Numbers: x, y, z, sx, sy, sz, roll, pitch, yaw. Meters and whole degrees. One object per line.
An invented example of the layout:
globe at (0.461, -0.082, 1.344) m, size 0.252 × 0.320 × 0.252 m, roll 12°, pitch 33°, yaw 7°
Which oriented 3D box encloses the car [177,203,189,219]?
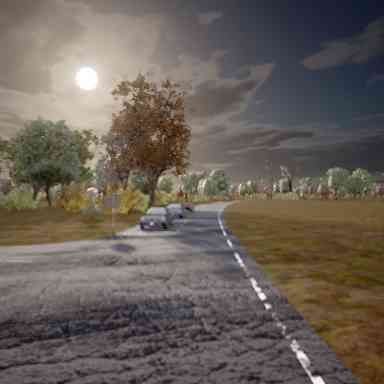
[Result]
car at (-1.750, 1.946, 34.533) m, size 1.812 × 1.442 × 4.674 m, roll 0°, pitch -1°, yaw 5°

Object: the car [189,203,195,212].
car at (-0.720, 2.166, 46.584) m, size 1.895 × 1.301 × 4.718 m, roll 0°, pitch -1°, yaw 6°

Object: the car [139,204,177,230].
car at (-2.457, 1.817, 23.888) m, size 1.812 × 1.442 × 4.674 m, roll 0°, pitch -1°, yaw 4°
